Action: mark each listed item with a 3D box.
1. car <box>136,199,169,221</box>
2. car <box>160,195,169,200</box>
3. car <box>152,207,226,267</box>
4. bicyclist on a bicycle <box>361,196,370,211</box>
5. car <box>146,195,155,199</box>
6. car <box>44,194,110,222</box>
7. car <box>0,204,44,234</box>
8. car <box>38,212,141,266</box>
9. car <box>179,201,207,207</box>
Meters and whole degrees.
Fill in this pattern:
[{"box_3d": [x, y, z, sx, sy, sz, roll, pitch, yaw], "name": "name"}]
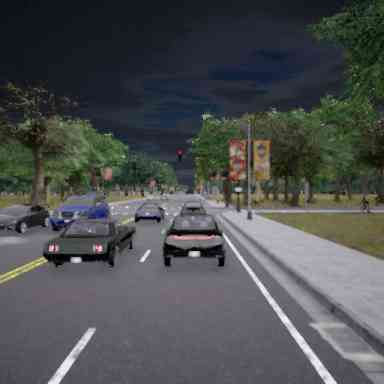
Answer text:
[{"box_3d": [-3.158, 1.517, 25.604, 1.994, 1.385, 4.181, 0, 0, 0], "name": "car"}, {"box_3d": [-6.454, 1.424, 77.913, 2.128, 1.511, 4.902, 0, 0, 0], "name": "car"}, {"box_3d": [0.085, 1.464, 11.327, 2.128, 1.511, 4.902, 0, 0, 1], "name": "car"}, {"box_3d": [18.148, 1.217, 34.911, 0.582, 1.620, 1.656, 0, 0, 0], "name": "bicyclist on a bicycle"}, {"box_3d": [-9.704, 1.423, 77.915, 1.812, 1.442, 4.674, 0, 0, 0], "name": "car"}, {"box_3d": [-6.574, 1.182, 20.277, 2.150, 2.045, 5.566, 0, 0, 0], "name": "car"}, {"box_3d": [-9.825, 1.469, 19.136, 1.837, 1.490, 4.892, 0, 0, 0], "name": "car"}, {"box_3d": [-3.162, 1.577, 11.355, 1.895, 1.301, 4.718, 0, 0, 0], "name": "car"}, {"box_3d": [0.092, 1.458, 25.468, 1.837, 1.490, 4.892, 0, 0, 0], "name": "car"}]
